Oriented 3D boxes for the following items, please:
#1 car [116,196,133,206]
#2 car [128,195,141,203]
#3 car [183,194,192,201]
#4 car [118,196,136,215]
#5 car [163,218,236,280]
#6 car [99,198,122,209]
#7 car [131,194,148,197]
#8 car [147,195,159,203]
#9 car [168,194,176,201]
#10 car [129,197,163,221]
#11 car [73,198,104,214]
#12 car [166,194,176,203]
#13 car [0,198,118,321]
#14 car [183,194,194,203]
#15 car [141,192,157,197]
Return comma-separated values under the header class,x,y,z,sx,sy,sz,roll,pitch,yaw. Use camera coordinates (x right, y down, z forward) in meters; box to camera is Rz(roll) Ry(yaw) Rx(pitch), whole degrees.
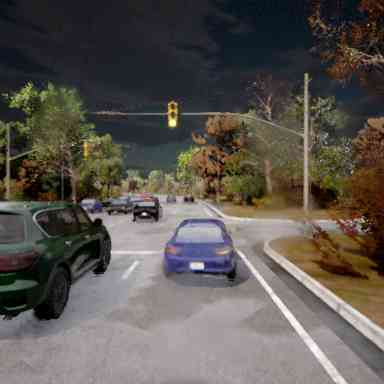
class,x,y,z,sx,sy,sz,roll,pitch,yaw
car,-10.780,1.373,53.511,1.812,1.442,4.674,0,0,-1
car,-11.024,1.323,63.771,1.837,1.490,4.892,0,0,-2
car,-1.050,1.218,75.035,1.812,1.442,4.674,0,0,-3
car,-7.084,1.452,33.286,2.033,1.411,5.357,0,0,-1
car,0.315,1.498,9.819,1.812,1.442,4.674,0,0,5
car,-10.677,1.476,43.679,1.895,1.301,4.718,0,0,0
car,-7.171,1.404,42.746,1.812,1.442,4.674,0,0,0
car,-7.542,1.295,64.113,1.882,1.535,5.008,0,0,-2
car,-4.544,1.219,74.835,1.812,1.442,4.674,0,0,-3
car,-3.405,1.402,26.269,1.882,1.535,5.008,0,0,0
car,-10.617,1.427,34.570,1.812,1.442,4.674,0,0,0
car,-4.058,1.307,64.791,2.128,1.511,4.902,0,0,-2
car,-3.397,1.200,7.376,2.150,2.045,5.566,0,0,-1
car,-0.559,1.293,64.890,1.882,1.535,5.008,0,0,-2
car,-7.278,1.070,53.222,2.150,2.045,5.566,0,0,0
